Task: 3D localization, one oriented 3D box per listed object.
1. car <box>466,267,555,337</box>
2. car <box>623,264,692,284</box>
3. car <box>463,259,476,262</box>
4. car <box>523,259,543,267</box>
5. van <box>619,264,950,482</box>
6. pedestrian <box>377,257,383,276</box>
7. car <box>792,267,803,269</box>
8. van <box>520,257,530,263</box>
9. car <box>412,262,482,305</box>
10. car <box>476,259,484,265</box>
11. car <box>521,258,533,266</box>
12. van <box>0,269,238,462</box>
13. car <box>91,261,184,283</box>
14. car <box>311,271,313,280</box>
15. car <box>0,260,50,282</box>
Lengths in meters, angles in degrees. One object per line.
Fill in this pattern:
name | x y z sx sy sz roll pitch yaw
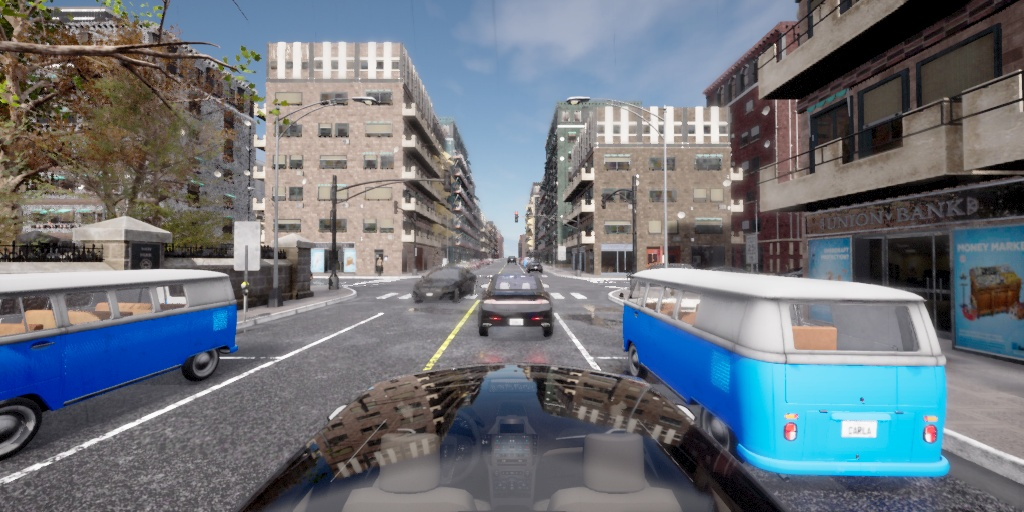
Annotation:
car | 0.098 1.244 10.332 2.128 1.511 4.902 0 0 0
car | 11.398 1.388 28.287 4.674 1.442 1.812 0 -1 3
car | -5.698 1.291 42.378 1.751 1.417 4.829 0 0 0
car | 2.683 1.331 42.550 1.948 1.339 4.313 0 0 0
van | 2.658 1.092 4.603 1.690 1.789 3.998 0 0 0
pedestrian | -12.546 0.969 33.989 0.375 1.860 0.375 0 -1 1
car | 24.906 1.548 30.588 4.313 1.339 1.948 0 0 1
van | 2.679 1.114 59.477 1.690 1.789 3.998 0 0 0
car | -2.951 1.233 16.519 1.882 1.535 5.008 -1 0 7
car | -5.701 1.210 53.833 1.967 1.591 4.097 0 0 0
car | 2.682 1.318 48.193 2.007 1.370 4.403 0 0 0
van | -5.657 1.092 4.603 1.690 1.789 3.998 0 0 0
car | -26.418 1.120 25.409 4.674 1.442 1.812 0 -1 1
car | -16.592 1.000 25.296 4.553 1.767 2.097 0 -1 1
car | -36.517 1.045 25.535 4.892 1.490 1.837 0 -1 1
